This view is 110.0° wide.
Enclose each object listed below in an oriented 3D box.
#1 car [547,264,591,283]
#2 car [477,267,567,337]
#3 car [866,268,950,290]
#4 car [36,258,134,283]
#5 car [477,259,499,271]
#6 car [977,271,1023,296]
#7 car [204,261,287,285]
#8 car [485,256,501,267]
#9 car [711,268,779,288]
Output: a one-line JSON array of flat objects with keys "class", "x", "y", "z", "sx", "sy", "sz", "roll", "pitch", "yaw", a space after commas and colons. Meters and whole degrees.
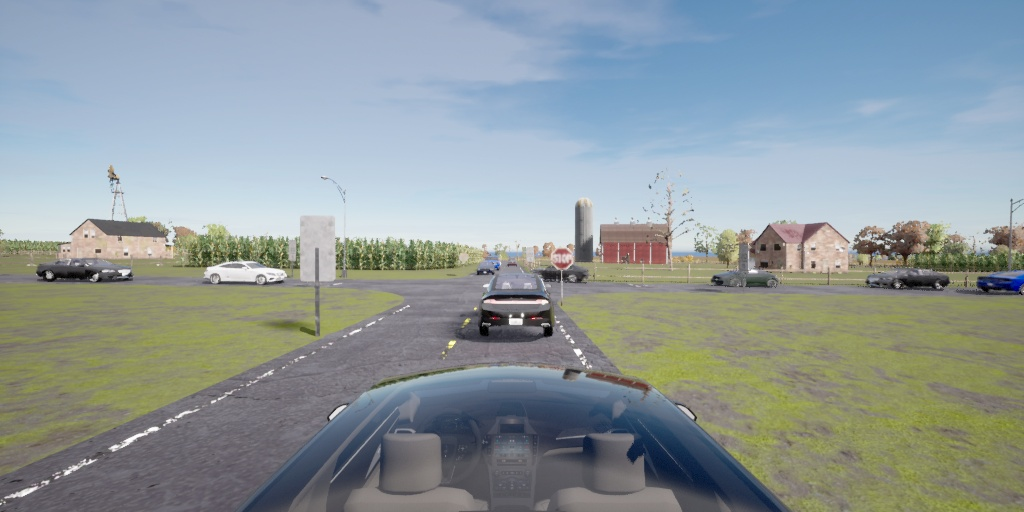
[{"class": "car", "x": 3.730, "y": 1.290, "z": 28.255, "sx": 4.892, "sy": 1.490, "sz": 1.837, "roll": 1, "pitch": 2, "yaw": 29}, {"class": "car", "x": 0.143, "y": 1.241, "z": 10.343, "sx": 2.128, "sy": 1.511, "sz": 4.902, "roll": 0, "pitch": 0, "yaw": 1}, {"class": "car", "x": 28.836, "y": 1.652, "z": 26.231, "sx": 4.902, "sy": 1.511, "sz": 2.128, "roll": 1, "pitch": 1, "yaw": 0}, {"class": "car", "x": -27.378, "y": 0.880, "z": 23.097, "sx": 4.902, "sy": 1.511, "sz": 2.128, "roll": 1, "pitch": 1, "yaw": 0}, {"class": "car", "x": -2.818, "y": 1.316, "z": 39.631, "sx": 2.033, "sy": 1.411, "sz": 5.357, "roll": 0, "pitch": 0, "yaw": -1}, {"class": "car", "x": 33.531, "y": 1.731, "z": 23.300, "sx": 5.008, "sy": 1.535, "sz": 1.882, "roll": 1, "pitch": 1, "yaw": 0}, {"class": "car", "x": -17.134, "y": 1.067, "z": 23.128, "sx": 4.674, "sy": 1.442, "sz": 1.812, "roll": 1, "pitch": 1, "yaw": 0}, {"class": "car", "x": -2.834, "y": 1.002, "z": 50.226, "sx": 2.150, "sy": 2.045, "sz": 5.566, "roll": 0, "pitch": 0, "yaw": 0}, {"class": "car", "x": 16.936, "y": 1.562, "z": 26.193, "sx": 4.181, "sy": 1.385, "sz": 1.994, "roll": 1, "pitch": 1, "yaw": 0}]
